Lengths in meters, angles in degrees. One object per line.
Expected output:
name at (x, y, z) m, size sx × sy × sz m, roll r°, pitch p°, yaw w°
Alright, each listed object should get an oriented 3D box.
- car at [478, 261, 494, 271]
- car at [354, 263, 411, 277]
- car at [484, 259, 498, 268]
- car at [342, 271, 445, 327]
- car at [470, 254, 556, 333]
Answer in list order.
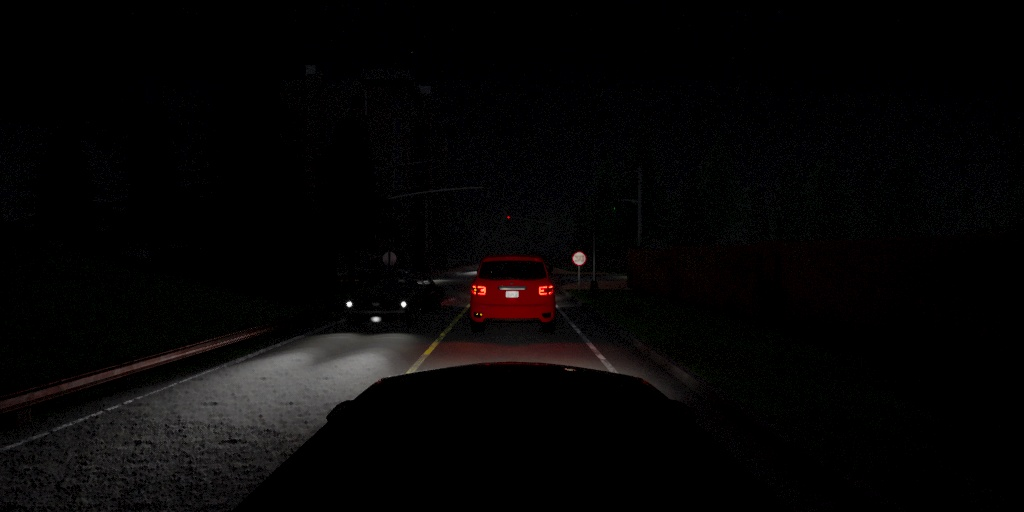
car at (-3.529, 1.351, 50.086) m, size 1.895 × 1.301 × 4.718 m, roll 0°, pitch 0°, yaw 0°
car at (-10.362, 1.290, 28.731) m, size 4.674 × 1.442 × 1.812 m, roll 0°, pitch 0°, yaw -3°
car at (-3.491, 1.297, 60.722) m, size 2.033 × 1.411 × 5.357 m, roll 0°, pitch 0°, yaw 0°
car at (-3.541, 1.351, 11.602) m, size 1.895 × 1.301 × 4.718 m, roll 0°, pitch 0°, yaw 1°
car at (0.055, 0.971, 10.914) m, size 2.150 × 2.045 × 5.566 m, roll 0°, pitch 0°, yaw 1°
